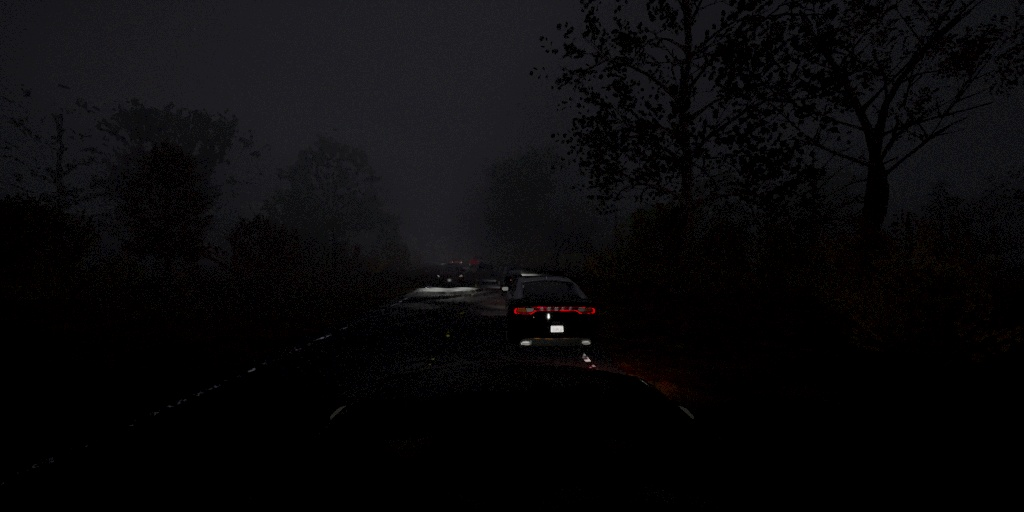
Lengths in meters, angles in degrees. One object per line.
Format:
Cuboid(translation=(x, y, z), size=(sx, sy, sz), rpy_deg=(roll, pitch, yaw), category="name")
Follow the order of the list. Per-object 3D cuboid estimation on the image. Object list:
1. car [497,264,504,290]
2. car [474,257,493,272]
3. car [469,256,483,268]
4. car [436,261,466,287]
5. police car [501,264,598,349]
Cuboid(translation=(0.312, 1.275, 19.311), size=(1.812, 1.442, 4.674), rpy_deg=(0, 0, -4), category="car")
Cuboid(translation=(-3.581, 1.223, 47.117), size=(1.882, 1.535, 5.008), rpy_deg=(0, 0, -9), category="car")
Cuboid(translation=(-5.994, 0.965, 60.674), size=(2.150, 2.045, 5.566), rpy_deg=(0, 0, -12), category="car")
Cuboid(translation=(-4.169, 1.274, 25.037), size=(1.812, 1.442, 4.674), rpy_deg=(0, 0, -5), category="car")
Cuboid(translation=(0.774, 1.175, 9.352), size=(1.930, 1.638, 5.238), rpy_deg=(0, 0, -2), category="police car")
